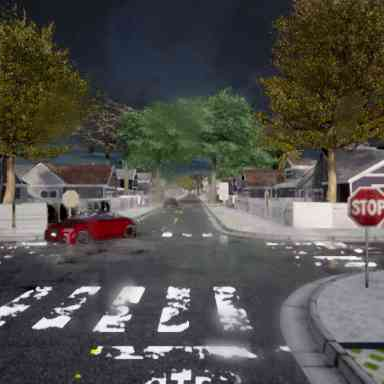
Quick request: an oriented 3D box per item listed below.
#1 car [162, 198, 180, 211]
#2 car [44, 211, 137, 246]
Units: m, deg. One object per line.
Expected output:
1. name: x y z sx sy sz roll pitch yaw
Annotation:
1. car: -2.578 1.529 41.159 1.837 1.490 4.892 0 0 0
2. car: -4.527 1.570 15.376 1.994 1.385 4.181 1 1 37
